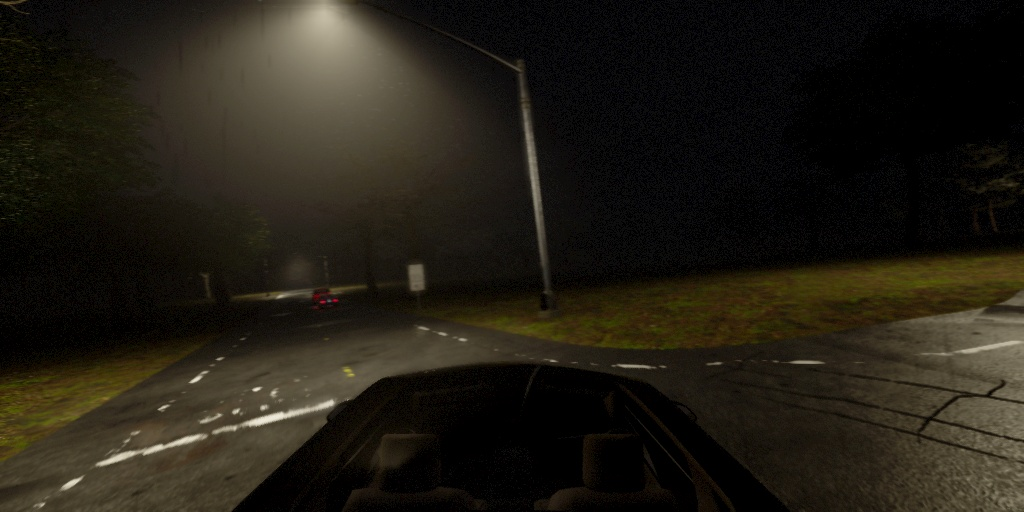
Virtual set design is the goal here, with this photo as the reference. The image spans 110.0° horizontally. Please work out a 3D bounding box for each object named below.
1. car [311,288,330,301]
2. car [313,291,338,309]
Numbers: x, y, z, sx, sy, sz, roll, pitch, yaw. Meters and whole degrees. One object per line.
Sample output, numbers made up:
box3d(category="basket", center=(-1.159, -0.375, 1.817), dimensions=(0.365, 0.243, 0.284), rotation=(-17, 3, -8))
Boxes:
box3d(category="car", center=(-25.523, 5.348, 48.082), dimensions=(2.150, 2.045, 5.566), rotation=(-5, -1, -31))
box3d(category="car", center=(-20.083, 4.887, 39.043), dimensions=(2.033, 1.411, 5.357), rotation=(-5, -2, -31))
